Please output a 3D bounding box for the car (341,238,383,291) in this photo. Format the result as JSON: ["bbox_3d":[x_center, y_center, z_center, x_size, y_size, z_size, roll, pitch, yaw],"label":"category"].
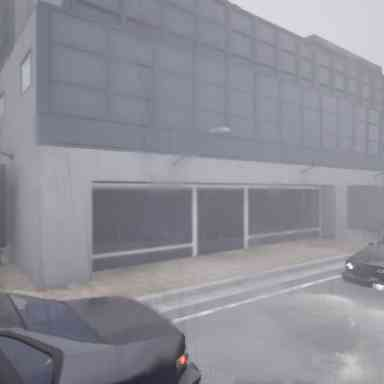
[{"bbox_3d":[5.959,1.532,8.307,5.357,1.411,2.033,0,0,-36],"label":"car"}]

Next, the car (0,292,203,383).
[{"bbox_3d":[-2.472,1.562,2.214,5.357,1.411,2.033,0,0,-36],"label":"car"}]
